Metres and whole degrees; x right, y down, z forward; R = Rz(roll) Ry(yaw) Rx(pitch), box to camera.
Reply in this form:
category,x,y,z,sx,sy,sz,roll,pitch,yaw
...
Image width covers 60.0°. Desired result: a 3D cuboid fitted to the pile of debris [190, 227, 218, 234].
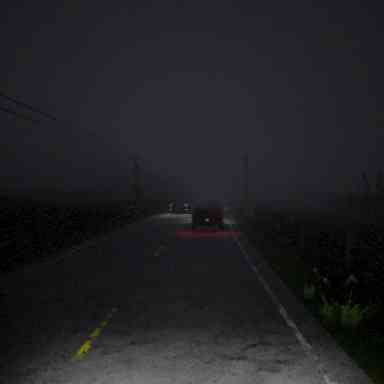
category,x,y,z,sx,sy,sz,roll,pitch,yaw
pile of debris,0.708,2.162,18.840,1.500,0.140,1.860,0,0,4

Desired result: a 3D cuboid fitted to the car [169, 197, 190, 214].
category,x,y,z,sx,sy,sz,roll,pitch,yaw
car,-1.157,1.321,35.457,2.097,1.767,4.553,0,0,5

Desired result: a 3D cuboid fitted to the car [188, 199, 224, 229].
category,x,y,z,sx,sy,sz,roll,pitch,yaw
car,1.061,1.462,21.648,1.882,1.535,5.008,0,0,4
